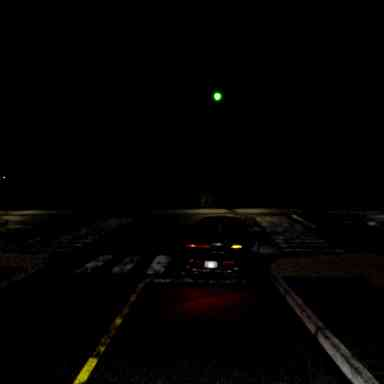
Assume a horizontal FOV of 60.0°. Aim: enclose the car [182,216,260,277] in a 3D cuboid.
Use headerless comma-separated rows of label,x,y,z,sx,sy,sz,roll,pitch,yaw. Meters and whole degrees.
car,1.016,1.513,10.439,1.837,1.490,4.892,0,0,13
